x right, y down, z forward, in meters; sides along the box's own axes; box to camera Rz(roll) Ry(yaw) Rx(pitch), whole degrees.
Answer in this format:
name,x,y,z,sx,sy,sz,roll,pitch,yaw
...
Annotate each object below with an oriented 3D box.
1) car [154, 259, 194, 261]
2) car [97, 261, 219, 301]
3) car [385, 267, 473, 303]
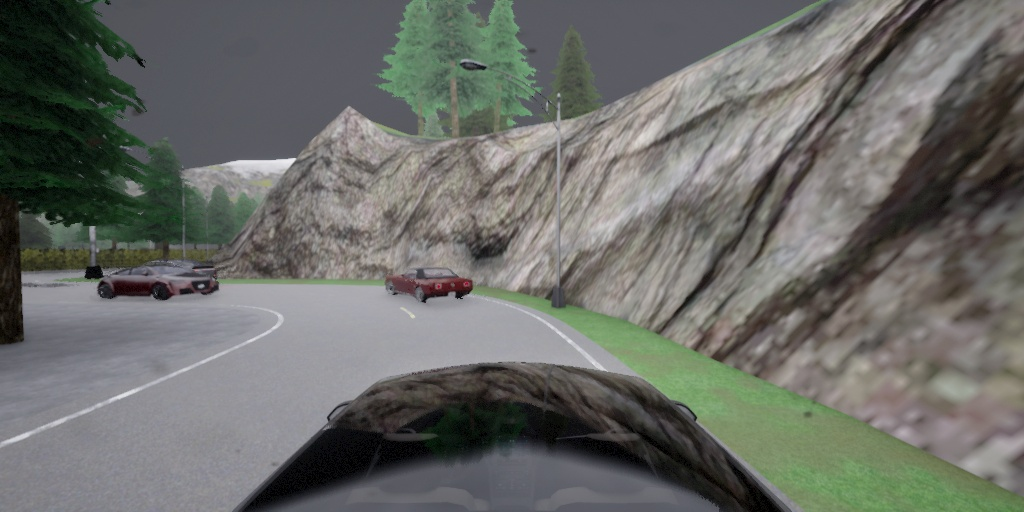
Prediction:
name,x,y,z,sx,sy,sz,roll,pitch,yaw
car,-18.643,0.932,19.368,4.902,1.511,2.128,0,1,7
car,-14.980,1.078,15.275,4.181,1.385,1.994,0,1,8
car,-3.698,1.111,15.170,1.895,1.301,4.718,-1,1,-40
